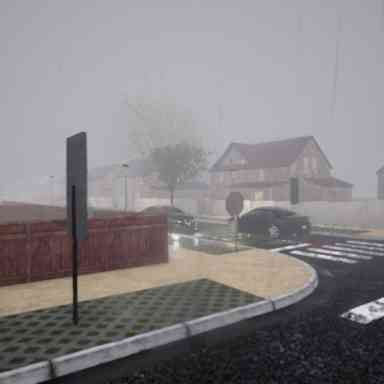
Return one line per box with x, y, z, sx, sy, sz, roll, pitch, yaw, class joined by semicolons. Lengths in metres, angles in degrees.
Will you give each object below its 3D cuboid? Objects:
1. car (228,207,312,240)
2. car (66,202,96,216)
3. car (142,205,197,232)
3.948;1.543;17.771;1.882;1.535;5.008;-2;1;-34;car
-11.494;1.672;34.395;1.882;1.535;5.008;-1;0;-37;car
-1.636;1.613;21.253;1.837;1.490;4.892;-1;0;-37;car
